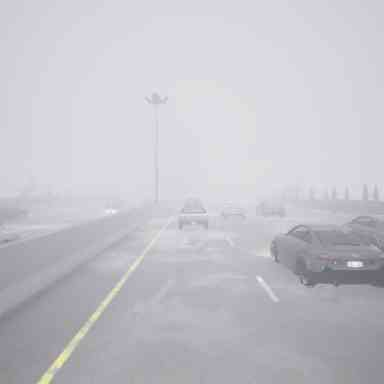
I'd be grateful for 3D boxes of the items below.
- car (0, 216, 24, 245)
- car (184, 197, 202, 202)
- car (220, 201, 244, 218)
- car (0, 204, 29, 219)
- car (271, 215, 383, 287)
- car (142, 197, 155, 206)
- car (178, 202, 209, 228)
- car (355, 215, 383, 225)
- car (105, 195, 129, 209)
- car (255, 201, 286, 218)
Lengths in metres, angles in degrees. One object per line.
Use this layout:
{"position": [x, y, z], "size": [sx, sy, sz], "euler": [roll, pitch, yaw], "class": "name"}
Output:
{"position": [-7.103, 1.601, 9.648], "size": [1.895, 1.301, 4.718], "euler": [0, 0, 0], "class": "car"}
{"position": [0.090, 1.354, 40.717], "size": [2.097, 1.767, 4.553], "euler": [0, 0, 0], "class": "car"}
{"position": [3.579, 1.527, 30.207], "size": [1.812, 1.442, 4.674], "euler": [0, 0, 0], "class": "car"}
{"position": [-14.105, 1.602, 24.603], "size": [1.895, 1.301, 4.718], "euler": [0, 0, 0], "class": "car"}
{"position": [3.597, 1.564, 9.347], "size": [1.994, 1.385, 4.181], "euler": [0, 0, 0], "class": "car"}
{"position": [-7.048, 1.566, 55.688], "size": [1.994, 1.385, 4.181], "euler": [0, 0, 1], "class": "car"}
{"position": [0.092, 1.602, 22.450], "size": [1.895, 1.301, 4.718], "euler": [0, 0, 0], "class": "car"}
{"position": [7.096, 1.564, 12.762], "size": [1.994, 1.385, 4.181], "euler": [0, 0, 0], "class": "car"}
{"position": [-10.583, 1.495, 45.858], "size": [2.128, 1.511, 4.902], "euler": [0, 0, 0], "class": "car"}
{"position": [7.091, 1.549, 30.496], "size": [2.033, 1.411, 5.357], "euler": [0, 0, 0], "class": "car"}
